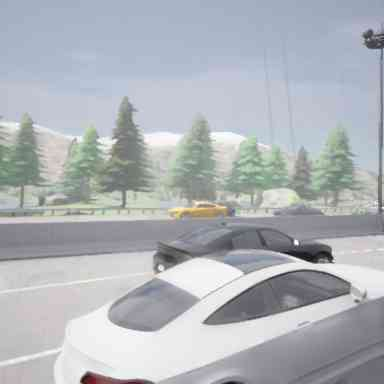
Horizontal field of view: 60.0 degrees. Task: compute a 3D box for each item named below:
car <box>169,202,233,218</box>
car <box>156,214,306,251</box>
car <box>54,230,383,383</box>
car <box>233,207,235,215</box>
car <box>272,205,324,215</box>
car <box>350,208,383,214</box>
[{"bbox_3d":[0.546,1.581,27.709,5.008,1.535,1.882,1,0,-24],"label":"car"},{"bbox_3d":[1.471,1.525,8.465,5.008,1.535,1.882,1,0,-30],"label":"car"},{"bbox_3d":[0.860,1.438,4.007,4.674,1.442,1.812,-4,1,-31],"label":"car"},{"bbox_3d":[2.086,1.705,32.157,4.181,1.385,1.994,1,0,-21],"label":"car"},{"bbox_3d":[8.667,1.777,27.186,4.181,1.385,1.994,1,0,-19],"label":"car"},{"bbox_3d":[14.428,1.887,25.392,4.718,1.301,1.895,1,0,-16],"label":"car"}]
